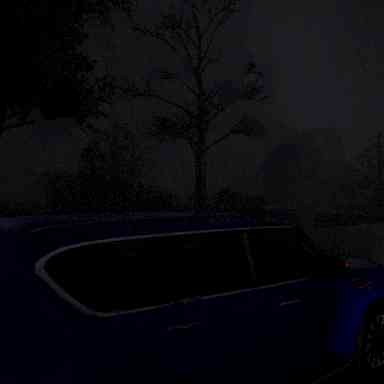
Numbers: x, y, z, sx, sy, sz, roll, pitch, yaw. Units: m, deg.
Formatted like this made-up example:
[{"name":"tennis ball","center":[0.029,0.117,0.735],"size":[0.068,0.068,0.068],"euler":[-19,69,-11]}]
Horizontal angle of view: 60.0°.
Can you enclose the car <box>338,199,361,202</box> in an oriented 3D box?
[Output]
[{"name":"car","center":[18.957,1.551,39.281],"size":[1.812,1.442,4.674],"euler":[0,0,-29]}]

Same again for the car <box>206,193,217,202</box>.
[{"name":"car","center":[4.276,1.258,70.408],"size":[2.150,2.045,5.566],"euler":[0,-1,-23]}]

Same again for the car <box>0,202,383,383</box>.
[{"name":"car","center":[0.217,1.223,3.856],"size":[5.566,2.045,2.150],"euler":[0,0,-35]}]
